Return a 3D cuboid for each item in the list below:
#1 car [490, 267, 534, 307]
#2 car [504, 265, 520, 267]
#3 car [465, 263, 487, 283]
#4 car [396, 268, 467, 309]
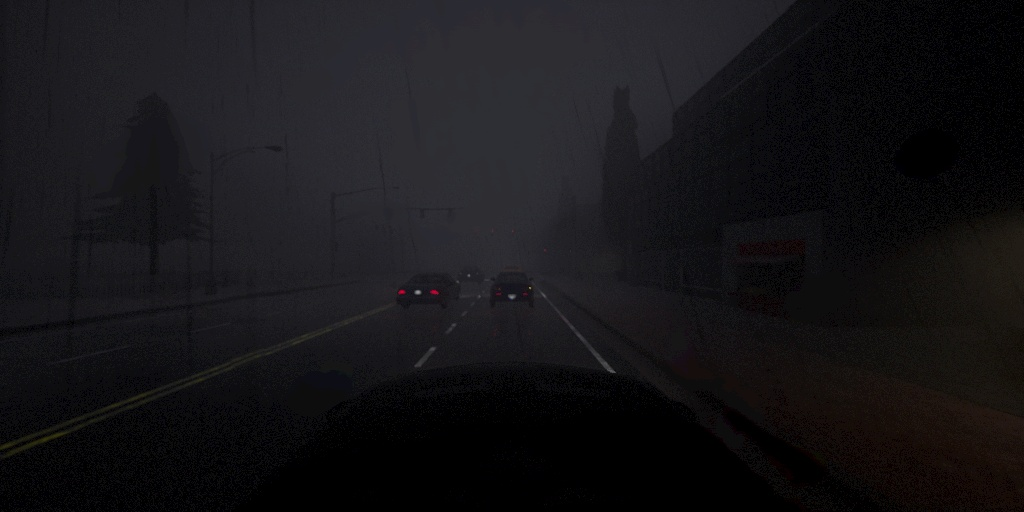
[{"bbox_3d":[0.006,1.411,16.246,1.812,1.442,4.674,0,0,0],"label":"car"},{"bbox_3d":[0.052,1.505,31.357,1.882,1.535,5.008,0,0,2],"label":"car"},{"bbox_3d":[-3.514,1.589,31.155,1.994,1.385,4.181,0,0,0],"label":"car"},{"bbox_3d":[-3.497,1.429,15.843,2.033,1.411,5.357,0,-1,0],"label":"car"}]
